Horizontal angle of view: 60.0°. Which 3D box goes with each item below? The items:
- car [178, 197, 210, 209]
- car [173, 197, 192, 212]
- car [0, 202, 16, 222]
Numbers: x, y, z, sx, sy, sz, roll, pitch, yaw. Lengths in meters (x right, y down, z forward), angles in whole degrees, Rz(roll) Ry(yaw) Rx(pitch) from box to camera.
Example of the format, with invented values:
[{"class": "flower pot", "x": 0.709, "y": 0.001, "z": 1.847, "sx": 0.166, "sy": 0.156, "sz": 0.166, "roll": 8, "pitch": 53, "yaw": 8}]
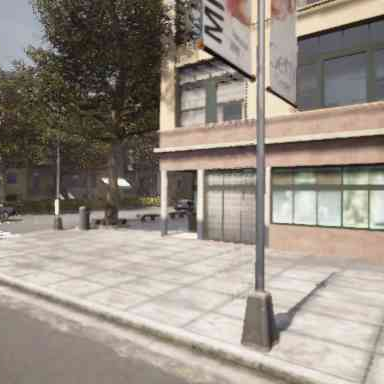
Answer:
[{"class": "car", "x": 0.307, "y": 1.376, "z": 43.152, "sx": 1.994, "sy": 1.385, "sz": 4.181, "roll": 1, "pitch": 0, "yaw": 36}, {"class": "car", "x": -0.142, "y": 1.403, "z": 36.382, "sx": 1.994, "sy": 1.385, "sz": 4.181, "roll": 1, "pitch": 0, "yaw": 36}, {"class": "car", "x": -14.598, "y": 1.303, "z": 22.458, "sx": 2.128, "sy": 1.511, "sz": 4.902, "roll": 1, "pitch": 0, "yaw": 40}]
